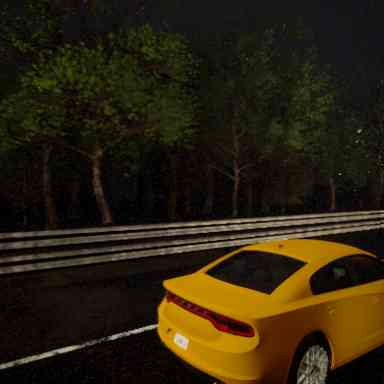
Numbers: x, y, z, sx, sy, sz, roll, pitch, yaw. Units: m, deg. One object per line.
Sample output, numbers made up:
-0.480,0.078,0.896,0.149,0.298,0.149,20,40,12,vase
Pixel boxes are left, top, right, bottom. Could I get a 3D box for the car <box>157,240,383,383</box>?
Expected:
1.899,1.485,5.087,5.008,1.535,1.882,0,0,-35,car
